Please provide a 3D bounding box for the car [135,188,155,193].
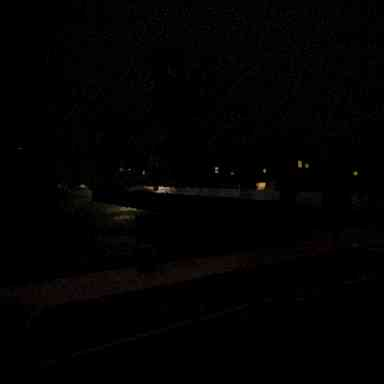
[{"bbox_3d":[-5.651,0.318,40.037,1.882,1.535,5.008,-1,2,-35],"label":"car"}]
